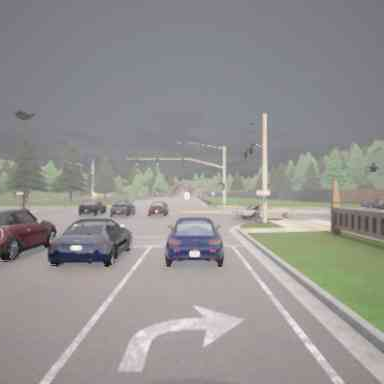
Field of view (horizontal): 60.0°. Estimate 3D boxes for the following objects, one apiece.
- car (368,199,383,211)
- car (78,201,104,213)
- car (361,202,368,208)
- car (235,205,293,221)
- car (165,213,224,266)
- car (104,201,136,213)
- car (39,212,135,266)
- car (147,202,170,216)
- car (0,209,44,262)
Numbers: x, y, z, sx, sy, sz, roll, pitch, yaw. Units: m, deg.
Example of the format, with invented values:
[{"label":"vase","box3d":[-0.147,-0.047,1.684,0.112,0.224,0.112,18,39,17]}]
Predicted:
[{"label":"car","box3d":[26.253,1.602,43.667,4.553,1.767,2.097,0,0,1]},{"label":"car","box3d":[-10.410,1.680,35.185,1.882,1.535,5.008,0,0,0]},{"label":"car","box3d":[28.355,1.782,50.625,4.902,1.511,2.128,0,0,1]},{"label":"car","box3d":[6.264,1.766,28.773,4.718,1.301,1.895,0,-1,-16]},{"label":"car","box3d":[0.084,1.594,11.703,1.812,1.442,4.674,0,0,0]},{"label":"car","box3d":[-6.911,1.685,33.629,2.128,1.511,4.902,0,0,0]},{"label":"car","box3d":[-3.416,1.632,11.830,1.994,1.385,4.181,0,0,0]},{"label":"car","box3d":[-3.422,1.725,34.639,1.812,1.442,4.674,0,0,0]},{"label":"car","box3d":[-6.915,1.425,12.614,2.097,1.767,4.553,0,0,0]}]
